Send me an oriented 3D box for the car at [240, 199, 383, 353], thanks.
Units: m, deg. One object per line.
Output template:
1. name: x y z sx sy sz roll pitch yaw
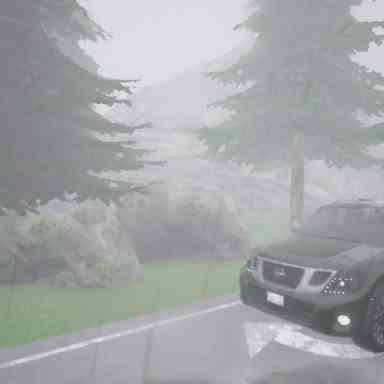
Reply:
1. car: 3.467 1.179 6.446 5.566 2.045 2.150 -1 0 -35
